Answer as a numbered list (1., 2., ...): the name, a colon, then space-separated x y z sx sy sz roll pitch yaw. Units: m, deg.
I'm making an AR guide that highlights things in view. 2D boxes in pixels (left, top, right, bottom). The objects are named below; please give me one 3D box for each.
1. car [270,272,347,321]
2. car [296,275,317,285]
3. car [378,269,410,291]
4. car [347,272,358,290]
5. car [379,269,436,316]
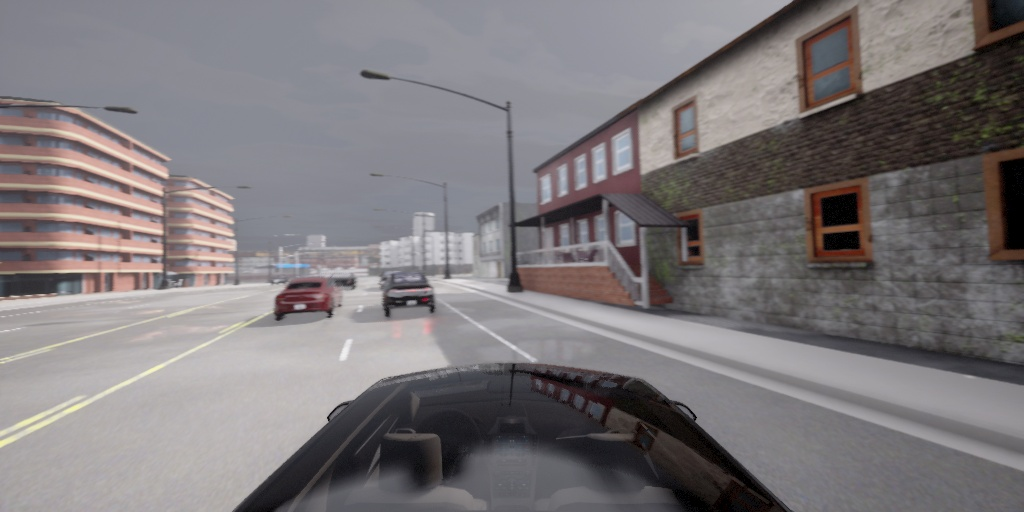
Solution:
1. car: -7.774 1.521 13.978 1.812 1.442 4.674 -1 0 -20
2. car: -29.449 3.397 51.533 1.895 1.301 4.718 -1 -3 -20
3. car: -8.836 1.693 26.675 2.033 1.411 5.357 -1 -1 -20
4. car: -12.644 1.858 26.909 1.895 1.301 4.718 -1 -1 -20
5. car: -4.265 1.412 14.564 2.128 1.511 4.902 -1 0 -20
